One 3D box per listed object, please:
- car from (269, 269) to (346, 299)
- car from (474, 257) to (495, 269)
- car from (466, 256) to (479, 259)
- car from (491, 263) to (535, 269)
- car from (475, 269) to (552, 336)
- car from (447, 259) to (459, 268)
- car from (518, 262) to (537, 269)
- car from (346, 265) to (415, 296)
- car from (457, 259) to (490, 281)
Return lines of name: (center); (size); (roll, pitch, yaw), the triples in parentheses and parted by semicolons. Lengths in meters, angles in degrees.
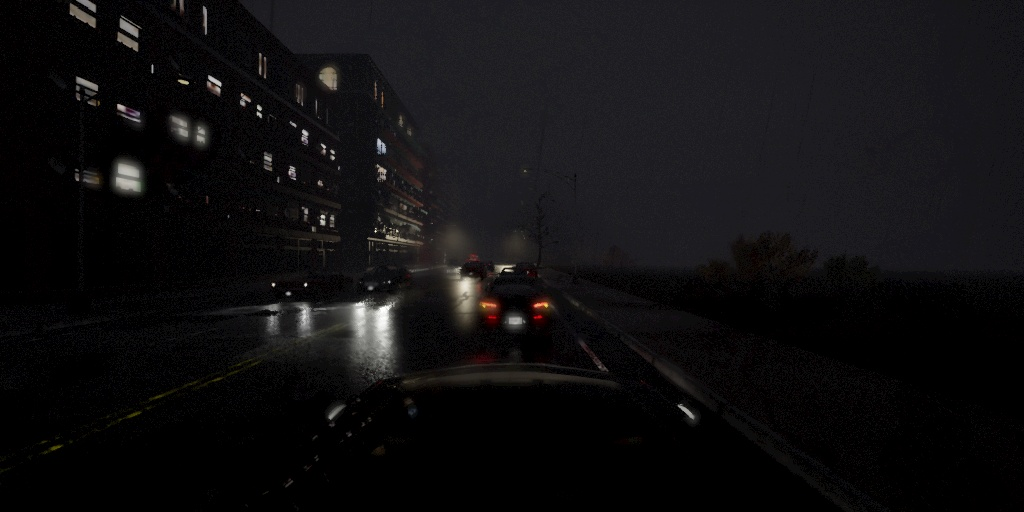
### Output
car: (-9.884, 1.353, 18.068); (1.895, 1.301, 4.718); (0, 0, 0)
car: (-3.241, 1.244, 45.648); (2.128, 1.511, 4.902); (0, 0, 0)
car: (-6.692, 0.974, 62.561); (2.150, 2.045, 5.566); (0, 0, 0)
car: (0.062, 1.317, 20.434); (1.994, 1.385, 4.181); (0, 0, 0)
car: (0.074, 1.277, 10.267); (1.812, 1.442, 4.674); (0, 0, 0)
car: (-9.944, 1.258, 61.607); (1.837, 1.490, 4.892); (0, -1, 0)
car: (1.079, 1.231, 29.962); (1.882, 1.535, 5.008); (0, 0, 0)
car: (-6.638, 1.244, 19.283); (2.128, 1.511, 4.902); (0, 0, 0)
car: (-3.210, 1.231, 30.575); (1.882, 1.535, 5.008); (0, 0, 0)
